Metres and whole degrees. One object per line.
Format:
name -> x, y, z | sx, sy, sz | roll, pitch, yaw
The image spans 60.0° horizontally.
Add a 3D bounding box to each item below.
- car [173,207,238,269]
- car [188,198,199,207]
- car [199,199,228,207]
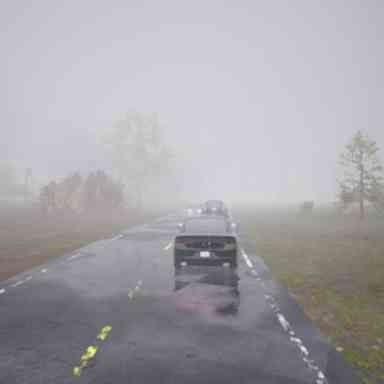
car -> 0.500, 1.507, 11.367 | 1.882, 1.535, 5.008 | 0, 0, 4
car -> 0.601, 1.645, 46.858 | 1.812, 1.442, 4.674 | 0, 0, 6
car -> 2.003, 1.426, 28.938 | 2.097, 1.767, 4.553 | 0, 0, 6
